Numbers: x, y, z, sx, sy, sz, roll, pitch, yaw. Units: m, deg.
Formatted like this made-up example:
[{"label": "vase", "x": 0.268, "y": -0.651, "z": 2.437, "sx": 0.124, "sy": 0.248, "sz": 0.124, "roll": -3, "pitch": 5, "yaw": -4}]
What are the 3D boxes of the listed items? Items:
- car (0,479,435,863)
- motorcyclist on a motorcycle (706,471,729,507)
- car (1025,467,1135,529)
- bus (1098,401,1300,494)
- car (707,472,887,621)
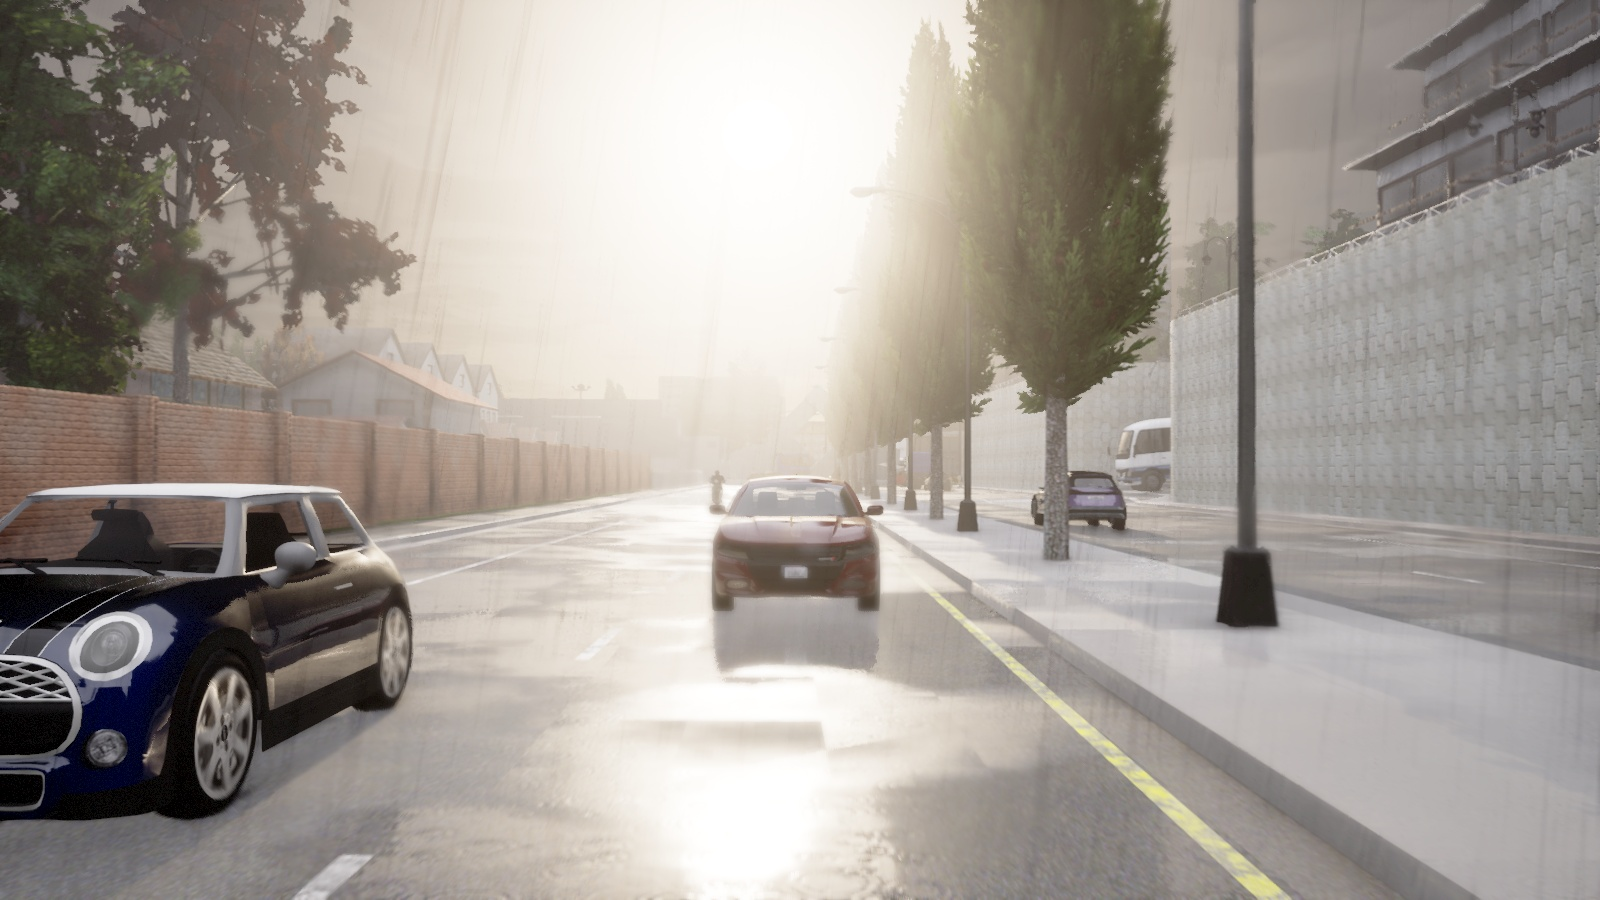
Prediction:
[{"label": "car", "x": -3.517, "y": 0.908, "z": 6.815, "sx": 1.970, "sy": 1.475, "sz": 3.806, "roll": 0, "pitch": -1, "yaw": 0}, {"label": "motorcyclist on a motorcycle", "x": -3.635, "y": 1.712, "z": 55.519, "sx": 0.866, "sy": 1.590, "sz": 1.817, "roll": 0, "pitch": -1, "yaw": 0}, {"label": "car", "x": 7.913, "y": 1.315, "z": 35.944, "sx": 2.033, "sy": 1.649, "sz": 4.856, "roll": 0, "pitch": -1, "yaw": 0}, {"label": "bus", "x": 23.393, "y": -0.115, "z": 74.078, "sx": 10.273, "sy": 4.253, "sz": 3.944, "roll": -6, "pitch": -1, "yaw": 1}, {"label": "car", "x": -0.038, "y": 1.054, "z": 15.635, "sx": 1.882, "sy": 1.535, "sz": 5.008, "roll": 0, "pitch": -1, "yaw": 0}]
